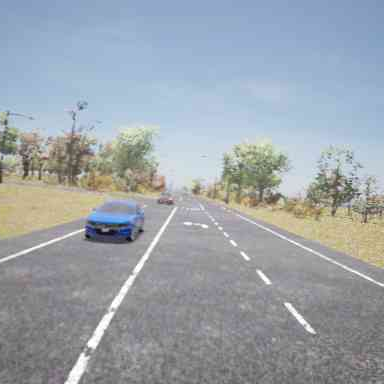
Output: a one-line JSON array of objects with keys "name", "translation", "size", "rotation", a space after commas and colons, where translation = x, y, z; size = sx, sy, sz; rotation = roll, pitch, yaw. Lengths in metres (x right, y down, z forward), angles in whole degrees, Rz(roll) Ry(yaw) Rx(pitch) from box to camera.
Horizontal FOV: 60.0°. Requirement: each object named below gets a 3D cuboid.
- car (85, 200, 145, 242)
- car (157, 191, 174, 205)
[{"name": "car", "translation": [-3.239, 1.138, 14.834], "size": [1.882, 1.535, 5.008], "rotation": [5, 0, -1]}, {"name": "car", "translation": [-3.595, 0.784, 46.324], "size": [2.097, 1.767, 4.553], "rotation": [6, 2, -1]}]
